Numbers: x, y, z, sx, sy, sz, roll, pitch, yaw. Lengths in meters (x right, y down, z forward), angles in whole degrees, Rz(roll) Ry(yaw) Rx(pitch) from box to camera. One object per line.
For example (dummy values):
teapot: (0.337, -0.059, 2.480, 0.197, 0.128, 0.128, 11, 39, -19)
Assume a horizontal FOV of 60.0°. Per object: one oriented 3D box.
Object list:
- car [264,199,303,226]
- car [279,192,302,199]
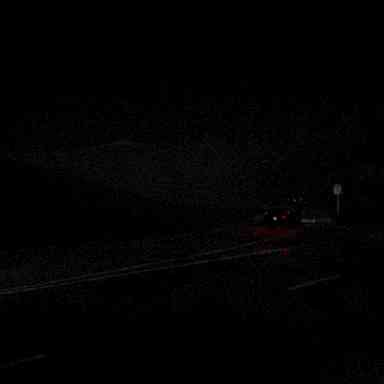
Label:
car: (6.182, 1.443, 22.581, 1.812, 1.442, 4.674, 0, 0, 27)
car: (11.808, 1.070, 40.112, 2.150, 2.045, 5.566, 0, 0, 6)
